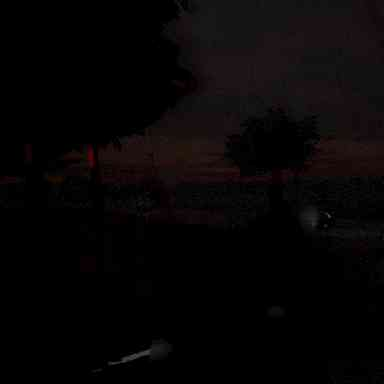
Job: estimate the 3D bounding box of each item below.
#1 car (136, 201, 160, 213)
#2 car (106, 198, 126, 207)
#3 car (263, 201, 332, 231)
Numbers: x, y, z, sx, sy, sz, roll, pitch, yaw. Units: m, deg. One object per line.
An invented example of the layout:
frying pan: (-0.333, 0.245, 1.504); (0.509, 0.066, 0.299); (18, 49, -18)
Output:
car: (-5.897, 1.928, 43.363); (1.812, 1.442, 4.674); (-3, 1, -30)
car: (-13.425, 1.752, 57.033); (1.882, 1.535, 5.008); (-3, 0, -28)
car: (6.961, 1.510, 22.245); (2.097, 1.767, 4.553); (-3, 1, -33)
